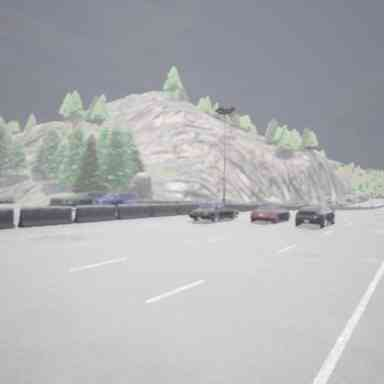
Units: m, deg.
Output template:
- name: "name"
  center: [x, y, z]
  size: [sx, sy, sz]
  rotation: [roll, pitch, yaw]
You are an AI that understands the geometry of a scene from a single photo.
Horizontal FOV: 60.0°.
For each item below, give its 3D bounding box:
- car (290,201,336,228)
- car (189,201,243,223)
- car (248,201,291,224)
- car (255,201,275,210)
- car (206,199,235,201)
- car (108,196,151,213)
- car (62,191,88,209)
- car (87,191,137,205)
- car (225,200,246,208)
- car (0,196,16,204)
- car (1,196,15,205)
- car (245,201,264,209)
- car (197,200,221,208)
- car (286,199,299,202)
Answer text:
- name: "car"
  center: [8.756, 1.630, 23.394]
  size: [1.837, 1.490, 4.892]
  rotation: [1, 0, 35]
- name: "car"
  center: [1.806, 1.596, 25.658]
  size: [1.895, 1.301, 4.718]
  rotation: [1, 0, 35]
- name: "car"
  center: [6.183, 1.641, 25.827]
  size: [1.994, 1.385, 4.181]
  rotation: [1, 0, 35]
- name: "car"
  center: [13.562, 2.485, 61.279]
  size: [1.837, 1.490, 4.892]
  rotation: [1, -2, 35]
- name: "car"
  center: [4.540, 1.814, 48.342]
  size: [1.882, 1.535, 5.008]
  rotation: [1, -1, 35]
- name: "car"
  center: [-5.905, 1.406, 33.309]
  size: [1.994, 1.385, 4.181]
  rotation: [1, 0, 35]
- name: "car"
  center: [-11.658, 0.956, 37.286]
  size: [2.150, 2.045, 5.566]
  rotation: [1, 0, 35]
- name: "car"
  center: [-8.159, 1.021, 36.189]
  size: [2.150, 2.045, 5.566]
  rotation: [1, 0, 35]
- name: "car"
  center: [8.771, 2.447, 66.615]
  size: [2.128, 1.511, 4.902]
  rotation: [1, -2, 35]
- name: "car"
  center: [-30.944, 1.334, 55.963]
  size: [2.033, 1.411, 5.357]
  rotation: [0, -1, -19]
- name: "car"
  center: [-38.533, 1.730, 69.652]
  size: [2.097, 1.767, 4.553]
  rotation: [0, -2, -34]
- name: "car"
  center: [12.414, 2.555, 65.715]
  size: [1.837, 1.490, 4.892]
  rotation: [1, -2, 35]
- name: "car"
  center: [3.046, 2.115, 58.369]
  size: [1.895, 1.301, 4.718]
  rotation: [1, -2, 35]
- name: "car"
  center: [22.361, 2.471, 73.911]
  size: [2.150, 2.045, 5.566]
  rotation: [1, -2, 35]
